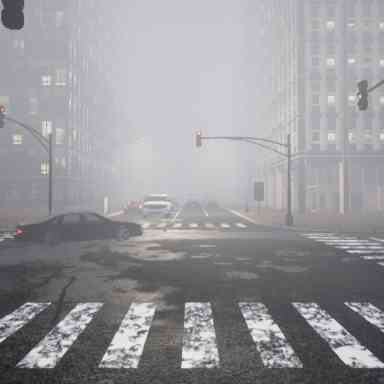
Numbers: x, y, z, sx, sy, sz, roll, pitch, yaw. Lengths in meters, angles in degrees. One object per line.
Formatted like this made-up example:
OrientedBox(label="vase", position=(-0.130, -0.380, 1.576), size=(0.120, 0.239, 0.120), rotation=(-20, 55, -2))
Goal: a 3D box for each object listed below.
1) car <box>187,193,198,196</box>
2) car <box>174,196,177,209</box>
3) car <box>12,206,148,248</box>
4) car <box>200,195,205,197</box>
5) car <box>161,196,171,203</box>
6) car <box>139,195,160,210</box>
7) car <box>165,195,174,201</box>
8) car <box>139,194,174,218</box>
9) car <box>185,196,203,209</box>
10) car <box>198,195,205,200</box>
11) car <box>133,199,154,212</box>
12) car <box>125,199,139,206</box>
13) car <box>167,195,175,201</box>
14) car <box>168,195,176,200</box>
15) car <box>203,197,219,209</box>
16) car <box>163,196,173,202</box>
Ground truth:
OrientedBox(label="car", position=(0.078, 1.250, 70.837), size=(2.150, 2.045, 5.566), rotation=(0, 0, 0))
OrientedBox(label="car", position=(-3.097, 1.541, 40.219), size=(1.812, 1.442, 4.674), rotation=(0, 0, 0))
OrientedBox(label="car", position=(-4.968, 1.554, 14.827), size=(5.357, 1.411, 2.033), rotation=(0, 0, -31))
OrientedBox(label="car", position=(2.706, 1.547, 56.269), size=(1.752, 1.417, 4.829), rotation=(1, 0, 0))
OrientedBox(label="car", position=(-5.675, 1.574, 72.758), size=(1.887, 1.381, 4.507), rotation=(1, 0, 0))
OrientedBox(label="car", position=(-5.671, 1.332, 44.882), size=(2.192, 1.841, 5.009), rotation=(1, 0, 0))
OrientedBox(label="car", position=(-5.675, 1.579, 83.908), size=(1.887, 1.381, 4.507), rotation=(1, 0, 0))
OrientedBox(label="car", position=(-3.097, 1.233, 30.297), size=(2.150, 2.045, 5.566), rotation=(0, 0, 0))
OrientedBox(label="car", position=(0.096, 1.581, 44.622), size=(1.994, 1.385, 4.181), rotation=(0, 0, 0))
OrientedBox(label="car", position=(2.706, 1.584, 95.140), size=(1.887, 1.381, 4.507), rotation=(1, 0, 0))
OrientedBox(label="car", position=(-5.677, 1.597, 39.307), size=(1.802, 1.307, 4.206), rotation=(1, 0, 0))
OrientedBox(label="car", position=(-5.674, 1.453, 33.732), size=(1.967, 1.590, 4.097), rotation=(1, 0, 0))
OrientedBox(label="car", position=(-5.674, 1.587, 89.483), size=(2.008, 1.369, 4.403), rotation=(1, 0, 0))
OrientedBox(label="car", position=(-5.675, 1.605, 95.059), size=(1.947, 1.339, 4.313), rotation=(1, 0, 0))
OrientedBox(label="car", position=(2.704, 1.599, 44.944), size=(1.802, 1.307, 4.206), rotation=(1, 0, 0))
OrientedBox(label="car", position=(-5.675, 1.582, 78.333), size=(2.008, 1.369, 4.403), rotation=(1, 0, 0))
